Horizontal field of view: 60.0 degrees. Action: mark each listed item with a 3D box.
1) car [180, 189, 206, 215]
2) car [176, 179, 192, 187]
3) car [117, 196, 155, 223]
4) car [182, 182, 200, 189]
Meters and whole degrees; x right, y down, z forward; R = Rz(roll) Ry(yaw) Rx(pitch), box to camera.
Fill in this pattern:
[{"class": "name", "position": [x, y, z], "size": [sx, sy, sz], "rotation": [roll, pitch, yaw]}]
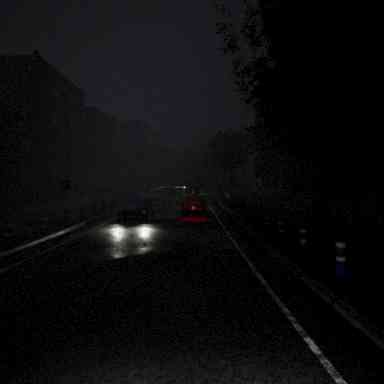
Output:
[{"class": "car", "position": [0.095, 0.842, 26.071], "size": [1.882, 1.535, 5.008], "rotation": [0, 3, 0]}, {"class": "car", "position": [-1.443, -1.835, 64.750], "size": [1.812, 1.442, 4.674], "rotation": [0, 4, 23]}, {"class": "car", "position": [-3.604, 1.039, 21.846], "size": [1.882, 1.535, 5.008], "rotation": [0, 2, 0]}, {"class": "car", "position": [0.091, -0.186, 42.992], "size": [1.994, 1.385, 4.181], "rotation": [0, 4, 0]}]
